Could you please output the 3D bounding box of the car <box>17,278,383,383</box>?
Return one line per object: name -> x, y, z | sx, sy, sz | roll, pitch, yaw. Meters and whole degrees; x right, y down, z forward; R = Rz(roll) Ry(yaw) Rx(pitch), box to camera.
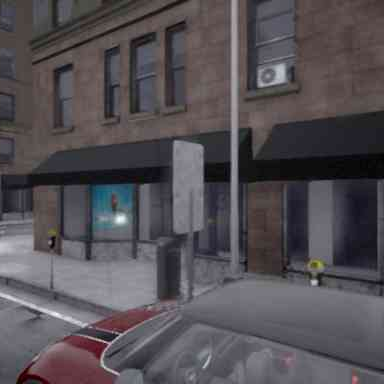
car -> 0.423, 1.441, 2.508 | 4.097, 1.590, 1.967 | 0, 0, 36
